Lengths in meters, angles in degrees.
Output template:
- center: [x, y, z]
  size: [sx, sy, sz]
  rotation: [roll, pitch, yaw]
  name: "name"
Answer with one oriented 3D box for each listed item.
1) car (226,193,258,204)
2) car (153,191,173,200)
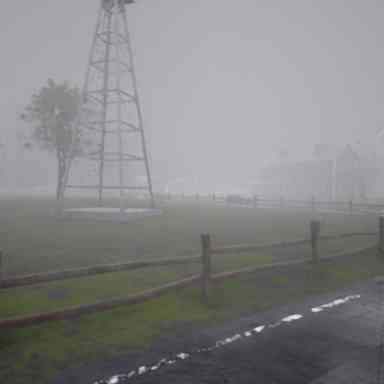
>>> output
- center: [6.778, 0.977, 45.546]
  size: [1.882, 1.535, 5.008]
  rotation: [1, 0, -35]
  name: "car"
- center: [-5.481, 0.579, 62.994]
  size: [2.097, 1.767, 4.553]
  rotation: [1, 0, -35]
  name: "car"
